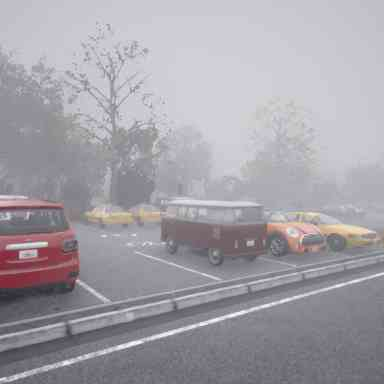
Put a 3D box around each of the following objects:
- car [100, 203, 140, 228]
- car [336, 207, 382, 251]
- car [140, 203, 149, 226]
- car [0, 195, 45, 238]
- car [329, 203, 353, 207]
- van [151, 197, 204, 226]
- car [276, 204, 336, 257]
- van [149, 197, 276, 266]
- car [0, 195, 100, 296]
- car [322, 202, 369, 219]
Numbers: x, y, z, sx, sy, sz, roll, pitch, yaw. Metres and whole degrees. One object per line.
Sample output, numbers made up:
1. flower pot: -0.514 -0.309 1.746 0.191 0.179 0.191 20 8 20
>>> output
1. car: -5.787 1.516 22.447 1.946 1.575 5.366 1 0 -36
2. car: 5.500 1.587 15.001 1.946 1.575 5.366 1 -1 -36
3. car: -3.627 1.553 24.002 1.946 1.575 5.366 1 -1 -36
4. car: -10.299 1.210 18.934 2.435 2.045 5.566 0 0 -36
5. car: 15.632 2.190 37.608 2.002 1.452 4.674 2 -1 -36
6. van: -1.181 1.375 25.392 1.878 1.987 4.442 1 -1 -36
7. car: 3.008 1.417 13.473 2.185 1.767 4.553 1 -1 -36
8. van: 0.495 1.280 11.767 1.878 1.987 4.442 1 0 -36
9. car: -4.474 1.200 8.071 2.435 2.045 5.566 1 0 -36
10. car: 18.181 2.128 39.500 2.185 1.767 4.553 2 -1 -35
